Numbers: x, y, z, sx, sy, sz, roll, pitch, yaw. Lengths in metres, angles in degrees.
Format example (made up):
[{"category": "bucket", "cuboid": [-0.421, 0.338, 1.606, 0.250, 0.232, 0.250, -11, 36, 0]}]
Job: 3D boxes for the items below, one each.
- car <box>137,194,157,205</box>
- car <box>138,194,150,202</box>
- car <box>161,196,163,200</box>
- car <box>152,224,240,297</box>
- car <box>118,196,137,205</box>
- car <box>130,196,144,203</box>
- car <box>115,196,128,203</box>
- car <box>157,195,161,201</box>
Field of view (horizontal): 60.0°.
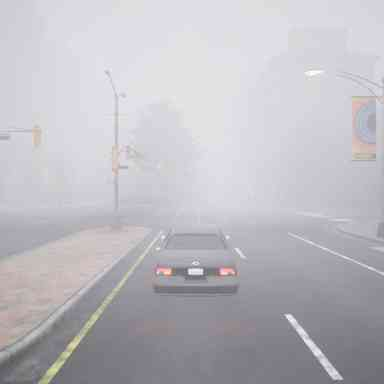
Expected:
[{"category": "car", "cuboid": [-7.994, 1.564, 58.932, 1.994, 1.385, 4.181, 0, 0, 1]}, {"category": "car", "cuboid": [-11.394, 1.355, 79.549, 2.097, 1.767, 4.553, 0, 0, 0]}, {"category": "car", "cuboid": [-7.896, 1.500, 77.779, 1.837, 1.490, 4.892, 0, 0, 0]}, {"category": "car", "cuboid": [0.086, 1.547, 8.771, 2.033, 1.411, 5.357, 0, 0, 0]}, {"category": "car", "cuboid": [-11.489, 1.491, 59.616, 2.128, 1.511, 4.902, 0, 0, 0]}, {"category": "car", "cuboid": [-11.407, 1.525, 69.537, 2.128, 1.511, 4.902, 0, 0, 0]}, {"category": "car", "cuboid": [-14.657, 1.595, 69.419, 1.895, 1.301, 4.718, 0, 0, 0]}, {"category": "car", "cuboid": [-7.928, 1.526, 67.449, 1.812, 1.442, 4.674, 0, 0, 1]}]
